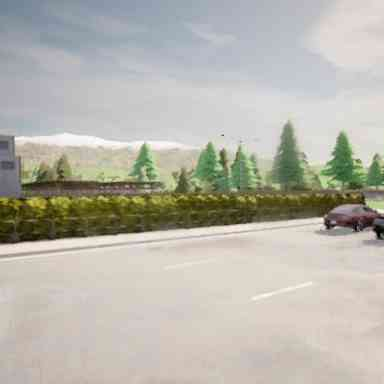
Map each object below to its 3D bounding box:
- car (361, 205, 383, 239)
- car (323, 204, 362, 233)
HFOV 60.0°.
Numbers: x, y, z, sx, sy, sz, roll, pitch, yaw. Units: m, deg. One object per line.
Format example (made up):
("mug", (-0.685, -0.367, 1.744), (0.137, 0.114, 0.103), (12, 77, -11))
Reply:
("car", (10.258, 1.415, 15.366), (4.902, 1.511, 2.128), (0, 0, -35))
("car", (9.405, 1.442, 19.136), (4.674, 1.442, 1.812), (0, 0, -37))
